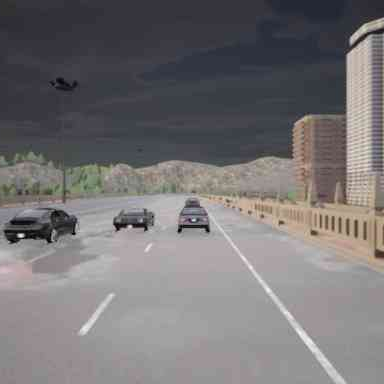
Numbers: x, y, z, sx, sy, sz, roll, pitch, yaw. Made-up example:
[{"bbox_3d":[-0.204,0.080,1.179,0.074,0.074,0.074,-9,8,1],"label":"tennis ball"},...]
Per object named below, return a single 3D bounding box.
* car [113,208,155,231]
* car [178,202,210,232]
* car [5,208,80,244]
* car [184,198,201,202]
[{"bbox_3d":[-3.402,1.600,20.448,1.895,1.301,4.718,0,0,0],"label":"car"},{"bbox_3d":[0.097,1.547,20.217,2.033,1.411,5.357,0,0,0],"label":"car"},{"bbox_3d":[-6.903,1.504,15.840,1.837,1.490,4.892,0,0,0],"label":"car"},{"bbox_3d":[0.016,1.505,42.657,1.837,1.490,4.892,0,0,-1],"label":"car"}]
